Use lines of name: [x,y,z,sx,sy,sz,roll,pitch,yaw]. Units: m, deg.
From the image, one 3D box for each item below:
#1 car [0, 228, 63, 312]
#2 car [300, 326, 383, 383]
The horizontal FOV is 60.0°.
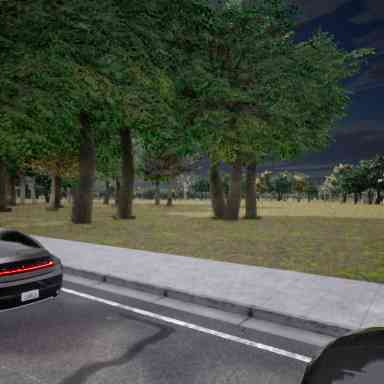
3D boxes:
car: [-4.727,1.513,7.069,4.892,1.490,1.837,0,0,35]
car: [2.996,1.491,1.547,4.902,1.511,2.128,0,0,36]
